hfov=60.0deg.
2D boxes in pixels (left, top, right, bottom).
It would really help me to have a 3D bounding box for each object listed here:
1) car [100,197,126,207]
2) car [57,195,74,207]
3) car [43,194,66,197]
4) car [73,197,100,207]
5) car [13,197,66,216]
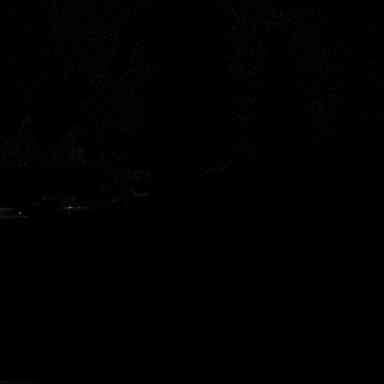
[{"bbox_3d":[-11.588,1.554,50.262,1.812,1.442,4.674,0,0,12],"label":"car"},{"bbox_3d":[-18.437,1.557,51.704,1.812,1.442,4.674,0,0,12],"label":"car"},{"bbox_3d":[-21.868,1.263,52.396,2.150,2.045,5.566,0,0,12],"label":"car"},{"bbox_3d":[-15.314,1.554,49.640,1.994,1.385,4.181,0,0,12],"label":"car"},{"bbox_3d":[-15.279,1.538,33.205,2.033,1.411,5.357,0,0,12],"label":"car"}]
